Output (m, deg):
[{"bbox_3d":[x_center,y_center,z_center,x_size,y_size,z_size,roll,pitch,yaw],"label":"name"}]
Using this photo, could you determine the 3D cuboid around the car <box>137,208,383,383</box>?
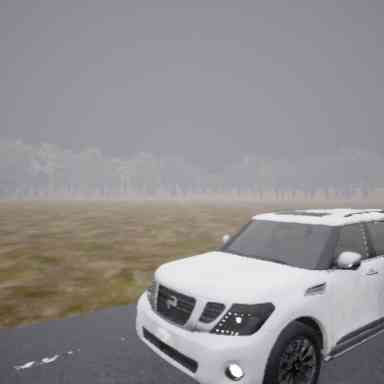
[{"bbox_3d":[1.913,1.316,5.406,5.566,2.045,2.150,1,-1,-36],"label":"car"}]
